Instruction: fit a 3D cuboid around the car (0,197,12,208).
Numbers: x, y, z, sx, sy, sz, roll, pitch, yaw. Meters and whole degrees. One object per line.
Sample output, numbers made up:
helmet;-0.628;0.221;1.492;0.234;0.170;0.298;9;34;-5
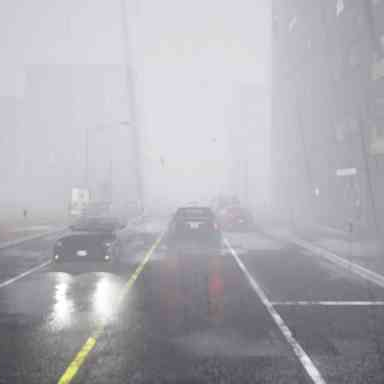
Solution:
car;-30.275;1.631;51.028;4.097;1.590;1.967;-1;2;0

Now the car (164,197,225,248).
car;0.096;1.293;14.544;2.097;1.767;4.553;0;0;0

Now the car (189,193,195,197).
car;-0.006;1.092;89.797;1.812;1.442;4.674;0;0;0

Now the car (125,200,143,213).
car;-5.698;1.458;31.695;1.802;1.307;4.206;0;0;0

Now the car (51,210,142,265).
car;-3.101;1.517;11.339;1.994;1.385;4.181;0;0;0

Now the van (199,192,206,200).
van;2.677;1.035;86.182;1.690;1.788;3.998;0;0;0

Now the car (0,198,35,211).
car;-22.405;1.725;42.449;4.403;1.369;2.008;-1;1;0

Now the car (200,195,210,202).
car;2.680;1.311;69.612;1.947;1.339;4.313;0;0;0

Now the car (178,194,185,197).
car;-3.007;1.260;94.163;1.895;1.301;4.718;0;0;0

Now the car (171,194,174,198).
car;-5.702;1.293;75.147;1.947;1.339;4.313;0;0;0

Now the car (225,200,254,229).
car;2.683;1.462;20.639;1.887;1.381;4.507;0;0;0

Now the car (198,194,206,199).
car;2.678;1.243;91.706;1.947;1.339;4.313;0;0;0

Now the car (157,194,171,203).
car;-5.701;1.328;64.100;1.947;1.339;4.313;0;0;0

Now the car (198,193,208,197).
car;2.680;1.344;64.089;1.802;1.307;4.206;0;0;0

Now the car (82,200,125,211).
car;-5.699;1.358;20.639;1.967;1.590;4.097;0;0;0

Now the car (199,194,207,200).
car;2.679;1.255;80.659;1.887;1.381;4.507;0;0;0

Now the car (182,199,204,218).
car;0.096;1.409;29.779;1.812;1.442;4.674;0;0;0

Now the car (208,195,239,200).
car;2.681;1.212;26.166;2.192;1.841;5.009;0;0;0

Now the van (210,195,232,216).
van;2.681;1.217;31.694;1.690;1.788;3.998;0;0;0
